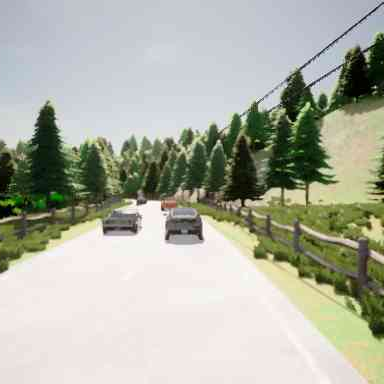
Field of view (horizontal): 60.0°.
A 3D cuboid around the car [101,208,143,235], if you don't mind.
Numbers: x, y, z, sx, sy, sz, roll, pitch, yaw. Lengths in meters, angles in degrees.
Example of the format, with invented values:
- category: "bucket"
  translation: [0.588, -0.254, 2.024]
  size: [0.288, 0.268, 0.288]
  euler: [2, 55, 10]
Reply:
- category: "car"
  translation: [-3.982, 1.647, 19.494]
  size: [1.895, 1.301, 4.718]
  euler: [0, 0, -4]

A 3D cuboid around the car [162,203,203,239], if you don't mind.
- category: "car"
  translation: [-0.476, 1.541, 17.546]
  size: [1.837, 1.490, 4.892]
  euler: [0, 0, -3]

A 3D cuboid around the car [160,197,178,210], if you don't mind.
- category: "car"
  translation: [-2.989, 1.442, 43.079]
  size: [2.097, 1.767, 4.553]
  euler: [0, 0, -8]

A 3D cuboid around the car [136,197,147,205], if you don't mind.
- category: "car"
  translation: [-9.172, 1.616, 60.669]
  size: [1.882, 1.535, 5.008]
  euler: [0, 0, -9]
